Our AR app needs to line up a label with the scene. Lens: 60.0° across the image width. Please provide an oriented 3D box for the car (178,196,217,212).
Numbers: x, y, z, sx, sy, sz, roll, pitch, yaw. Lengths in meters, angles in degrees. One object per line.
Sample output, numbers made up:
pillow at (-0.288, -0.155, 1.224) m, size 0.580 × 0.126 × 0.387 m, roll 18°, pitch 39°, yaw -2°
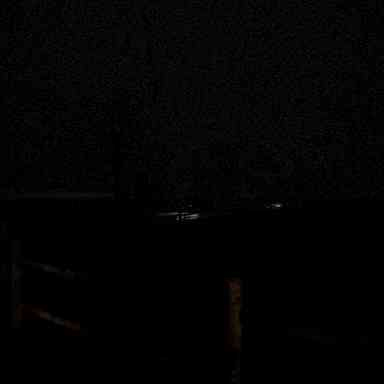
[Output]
car at (0.599, 1.140, 32.415) m, size 1.837 × 1.490 × 4.892 m, roll -1°, pitch 0°, yaw 35°

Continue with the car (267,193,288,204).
car at (12.853, 0.939, 49.818) m, size 1.837 × 1.490 × 4.892 m, roll -1°, pitch -1°, yaw 35°
